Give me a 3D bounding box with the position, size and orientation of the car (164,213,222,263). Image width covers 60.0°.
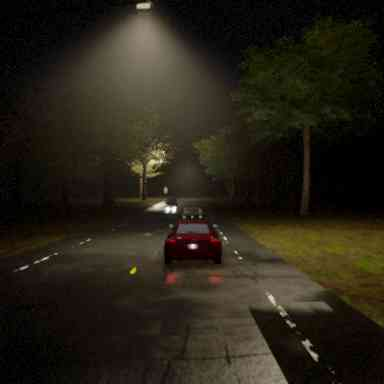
[{"bbox_3d":[0.045,1.712,12.582,1.994,1.385,4.181,0,-1,0],"label":"car"}]

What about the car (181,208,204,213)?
[{"bbox_3d":[0.032,1.909,26.703,1.895,1.301,4.718,0,-1,1],"label":"car"}]

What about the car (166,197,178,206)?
[{"bbox_3d":[-3.566,1.727,58.675,2.128,1.511,4.902,0,1,0],"label":"car"}]
